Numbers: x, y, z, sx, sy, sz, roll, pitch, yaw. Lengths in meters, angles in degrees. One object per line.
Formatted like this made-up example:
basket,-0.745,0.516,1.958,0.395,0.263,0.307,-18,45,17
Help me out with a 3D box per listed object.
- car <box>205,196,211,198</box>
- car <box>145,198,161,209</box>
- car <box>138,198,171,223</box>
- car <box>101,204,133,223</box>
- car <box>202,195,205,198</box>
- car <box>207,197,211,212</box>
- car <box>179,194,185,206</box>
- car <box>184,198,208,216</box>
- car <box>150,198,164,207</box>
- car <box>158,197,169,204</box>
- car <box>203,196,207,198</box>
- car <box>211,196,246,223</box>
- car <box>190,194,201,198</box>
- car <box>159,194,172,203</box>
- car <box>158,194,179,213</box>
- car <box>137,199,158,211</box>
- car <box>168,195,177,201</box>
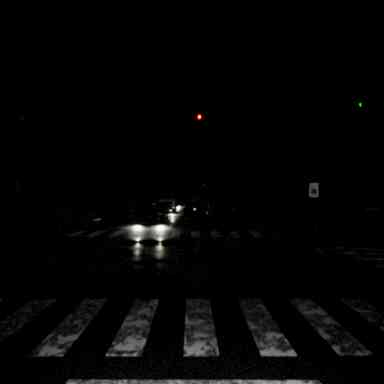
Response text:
car,2.967,1.568,41.753,2.008,1.369,4.403,0,0,0
car,-5.531,1.604,47.245,1.802,1.307,4.206,0,0,0
car,-2.976,1.482,25.818,1.882,1.535,5.008,0,0,0
car,-5.640,1.570,25.417,1.947,1.339,4.313,0,0,0
car,3.021,1.467,52.666,1.967,1.590,4.097,0,0,0
car,2.939,1.579,36.296,1.947,1.339,4.313,0,0,0
car,-2.770,1.522,55.812,2.128,1.511,4.902,0,0,1
car,0.261,1.574,32.994,1.994,1.385,4.181,0,0,0
car,-5.504,1.609,52.702,1.802,1.307,4.206,0,0,0
car,-5.450,1.618,63.616,1.802,1.307,4.206,0,0,0
car,2.994,1.573,47.210,2.008,1.369,4.403,0,0,0
car,2.885,1.319,25.384,2.192,1.841,5.009,0,0,0
car,0.367,1.558,59.722,1.812,1.442,4.674,0,0,1
car,-5.423,1.357,69.073,2.192,1.841,5.009,0,0,0
car,-2.917,1.238,38.310,2.150,2.045,5.566,0,0,-1
car,-5.559,1.568,41.788,2.008,1.369,4.403,0,0,0
car,-5.314,1.510,90.901,1.967,1.590,4.097,0,0,0
